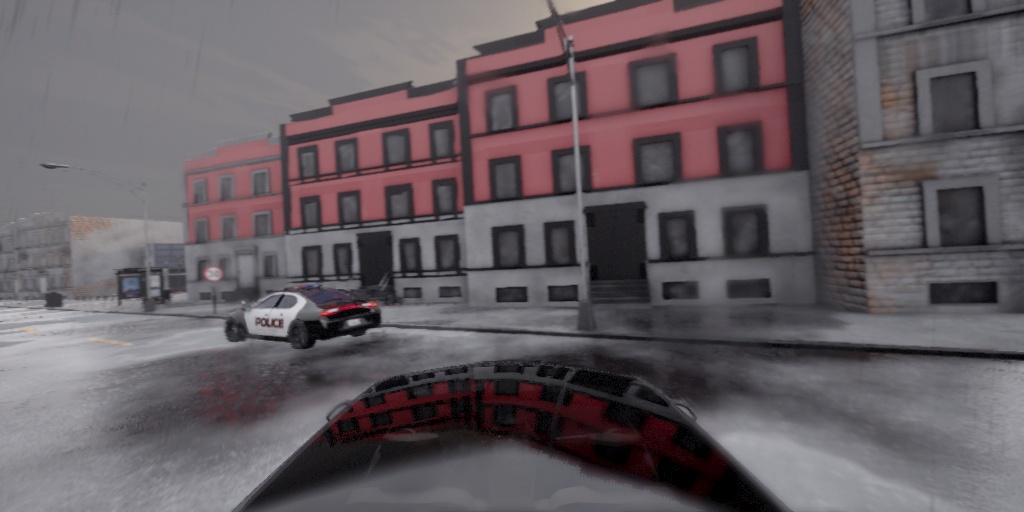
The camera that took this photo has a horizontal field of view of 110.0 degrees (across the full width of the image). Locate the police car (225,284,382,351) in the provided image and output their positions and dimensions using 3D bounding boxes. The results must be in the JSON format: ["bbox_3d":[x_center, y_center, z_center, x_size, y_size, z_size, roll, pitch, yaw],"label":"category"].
[{"bbox_3d":[-6.219,1.664,10.364,4.974,1.542,2.038,-3,0,27],"label":"police car"}]
